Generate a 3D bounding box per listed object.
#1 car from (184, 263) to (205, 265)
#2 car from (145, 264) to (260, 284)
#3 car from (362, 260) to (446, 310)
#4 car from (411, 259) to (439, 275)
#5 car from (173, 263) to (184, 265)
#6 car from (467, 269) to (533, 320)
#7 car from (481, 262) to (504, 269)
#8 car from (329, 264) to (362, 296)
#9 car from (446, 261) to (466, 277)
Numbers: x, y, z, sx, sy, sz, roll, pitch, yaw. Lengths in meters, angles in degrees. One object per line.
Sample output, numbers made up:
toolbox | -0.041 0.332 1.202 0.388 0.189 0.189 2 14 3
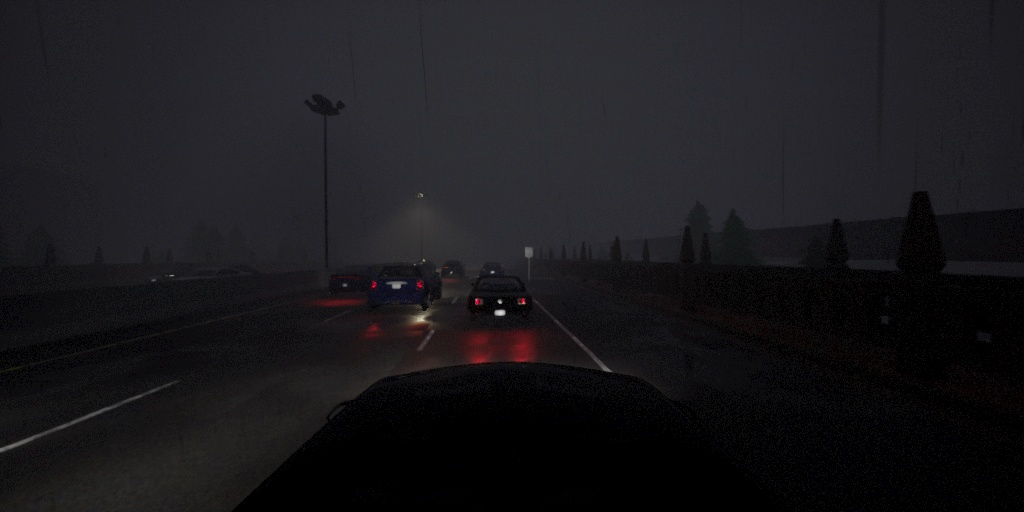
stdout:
car | -18.985 1.267 24.128 1.812 1.442 4.674 0 0 -4
car | -15.046 1.273 17.898 1.812 1.442 4.674 0 0 -4
car | -4.136 1.067 14.579 2.097 1.767 4.553 0 0 -3
car | -9.247 1.143 38.346 2.128 1.511 4.902 0 0 -4
car | -22.544 1.245 24.862 2.128 1.511 4.902 0 0 -4
car | -0.464 1.309 12.356 1.895 1.301 4.718 0 0 -3
car | -1.627 1.215 29.612 1.994 1.385 4.181 0 0 -4
car | -7.928 1.192 19.126 1.882 1.535 5.008 0 0 -4
car | -5.389 1.158 33.287 1.837 1.490 4.892 0 0 -4
